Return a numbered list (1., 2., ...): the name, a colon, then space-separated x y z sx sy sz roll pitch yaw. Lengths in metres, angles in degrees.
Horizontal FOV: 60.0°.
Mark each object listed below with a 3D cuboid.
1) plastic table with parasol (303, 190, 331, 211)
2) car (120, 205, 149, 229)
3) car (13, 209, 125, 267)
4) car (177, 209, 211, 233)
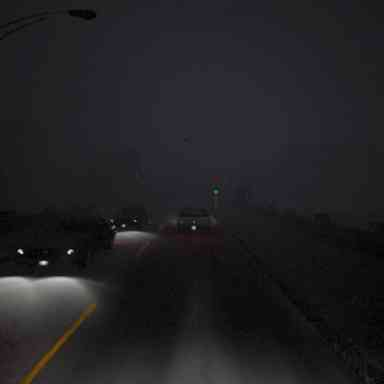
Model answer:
1. plastic table with parasol: 15.174 1.003 40.605 2.482 2.480 2.482 0 0 0
2. car: -3.998 1.589 22.146 2.033 1.411 5.357 0 0 0
3. car: -4.071 1.570 11.800 2.033 1.411 5.357 0 0 0
4. car: 0.096 1.639 20.011 1.895 1.301 4.718 0 0 0
